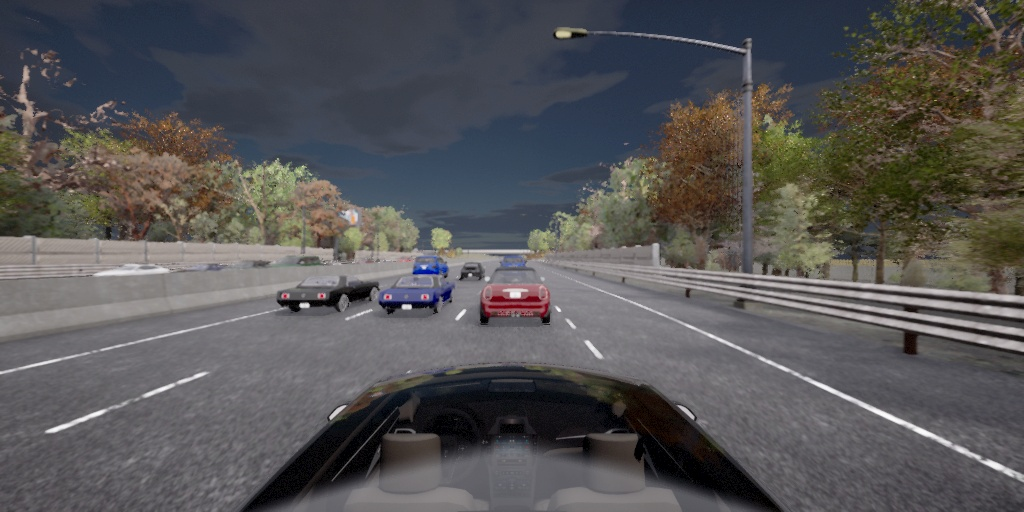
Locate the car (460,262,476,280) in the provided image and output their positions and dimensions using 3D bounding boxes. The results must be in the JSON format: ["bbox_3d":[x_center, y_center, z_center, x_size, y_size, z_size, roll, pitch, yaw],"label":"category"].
[{"bbox_3d":[-3.409,1.308,31.718,1.837,1.490,4.892,0,0,0],"label":"car"}]

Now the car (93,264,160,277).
[{"bbox_3d":[-28.103,1.319,26.739,1.812,1.442,4.674,0,0,0],"label":"car"}]

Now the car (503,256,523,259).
[{"bbox_3d":[0.090,1.023,30.886,2.150,2.045,5.566,0,0,0],"label":"car"}]

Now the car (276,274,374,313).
[{"bbox_3d":[-6.906,1.369,14.176,1.895,1.301,4.718,0,0,0],"label":"car"}]

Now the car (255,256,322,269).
[{"bbox_3d":[-17.605,1.020,29.057,2.150,2.045,5.566,0,0,0],"label":"car"}]

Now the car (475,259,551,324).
[{"bbox_3d":[0.097,1.117,12.230,2.097,1.767,4.553,0,0,0],"label":"car"}]

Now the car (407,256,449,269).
[{"bbox_3d":[-6.909,1.023,30.837,2.150,2.045,5.566,0,0,0],"label":"car"}]

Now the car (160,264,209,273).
[{"bbox_3d":[-24.606,1.345,28.960,2.033,1.411,5.357,0,0,0],"label":"car"}]

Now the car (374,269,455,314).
[{"bbox_3d":[-3.404,1.369,13.846,1.895,1.301,4.718,0,0,0],"label":"car"}]

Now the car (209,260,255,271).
[{"bbox_3d":[-21.104,1.149,28.685,2.097,1.767,4.553,0,0,0],"label":"car"}]
